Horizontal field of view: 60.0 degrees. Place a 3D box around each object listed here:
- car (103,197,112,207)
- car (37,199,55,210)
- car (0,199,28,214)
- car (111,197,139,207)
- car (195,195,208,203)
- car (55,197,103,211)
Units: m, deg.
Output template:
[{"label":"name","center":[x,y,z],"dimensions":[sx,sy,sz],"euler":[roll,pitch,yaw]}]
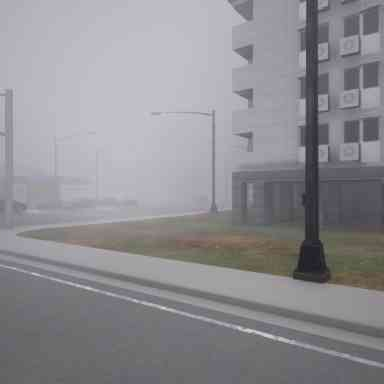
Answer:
[{"label":"car","center":[-13.356,1.478,51.663],"dimensions":[1.882,1.535,5.008],"euler":[0,0,16]},{"label":"car","center":[-17.577,1.564,42.491],"dimensions":[1.994,1.385,4.181],"euler":[0,0,31]},{"label":"car","center":[-19.362,1.478,33.714],"dimensions":[1.882,1.535,5.008],"euler":[0,0,36]},{"label":"car","center":[-9.930,1.601,50.862],"dimensions":[1.895,1.301,4.718],"euler":[0,0,16]},{"label":"car","center":[2.026,1.353,69.982],"dimensions":[2.097,1.767,4.553],"euler":[0,0,-8]},{"label":"car","center":[-14.061,1.492,41.573],"dimensions":[2.128,1.511,4.902],"euler":[0,0,30]}]
